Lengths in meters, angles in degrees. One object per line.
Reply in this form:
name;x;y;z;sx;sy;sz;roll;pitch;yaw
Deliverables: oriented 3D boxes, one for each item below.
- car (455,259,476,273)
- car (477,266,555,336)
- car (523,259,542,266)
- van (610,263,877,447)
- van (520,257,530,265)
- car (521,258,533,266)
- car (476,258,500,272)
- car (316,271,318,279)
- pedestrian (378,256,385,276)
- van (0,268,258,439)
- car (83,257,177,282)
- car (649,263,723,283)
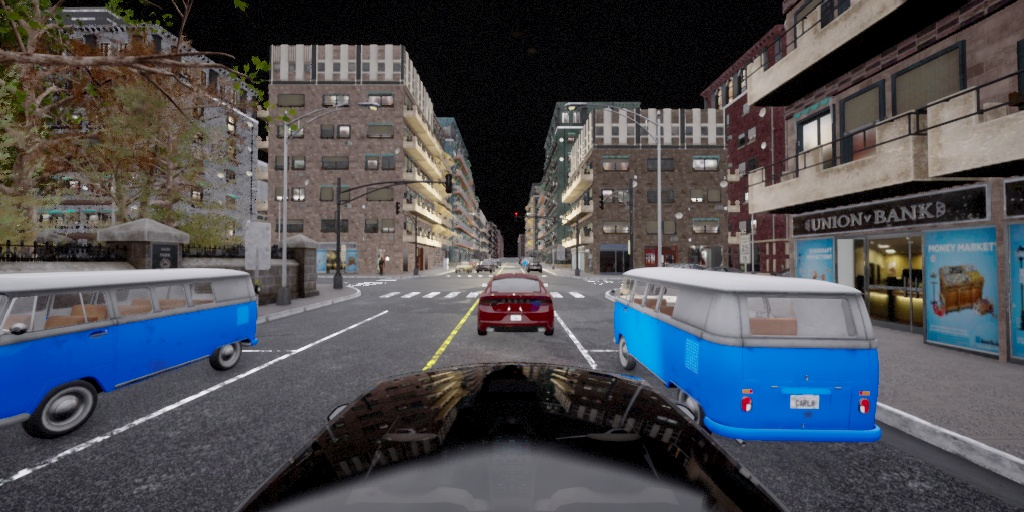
car;-5.725;1.286;42.885;1.751;1.417;4.829;0;0;0
car;0.090;1.230;10.475;1.882;1.535;5.008;0;0;0
car;2.655;1.327;43.063;1.948;1.339;4.313;0;0;0
van;2.655;1.091;5.116;1.690;1.789;3.998;0;0;0
van;2.640;1.107;59.990;1.690;1.789;3.998;0;0;0
car;2.650;1.313;48.705;2.007;1.370;4.403;0;0;0
car;-3.104;1.309;43.495;2.033;1.411;5.357;0;0;4
car;-16.626;1.137;25.794;4.902;1.511;2.128;0;-1;1
pedestrian;-12.568;0.965;34.491;0.375;1.860;0.375;0;-1;1
van;-5.659;1.091;5.110;1.690;1.789;3.998;0;0;0
car;-27.448;0.941;25.917;4.553;1.767;2.097;0;-1;1
car;13.772;1.362;28.667;4.902;1.511;2.128;0;-1;1
